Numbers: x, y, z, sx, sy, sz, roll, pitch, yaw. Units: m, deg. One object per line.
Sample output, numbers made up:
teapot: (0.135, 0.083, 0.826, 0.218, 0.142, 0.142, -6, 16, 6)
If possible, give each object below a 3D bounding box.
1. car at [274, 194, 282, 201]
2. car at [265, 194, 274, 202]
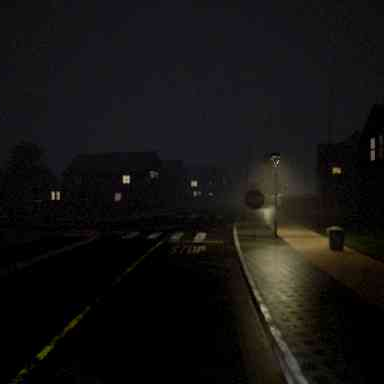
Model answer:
car: (18.986, 1.160, 74.783, 2.128, 1.511, 4.902, 0, 0, 31)
car: (14.267, 1.427, 65.676, 1.895, 1.301, 4.718, 0, 0, 27)
